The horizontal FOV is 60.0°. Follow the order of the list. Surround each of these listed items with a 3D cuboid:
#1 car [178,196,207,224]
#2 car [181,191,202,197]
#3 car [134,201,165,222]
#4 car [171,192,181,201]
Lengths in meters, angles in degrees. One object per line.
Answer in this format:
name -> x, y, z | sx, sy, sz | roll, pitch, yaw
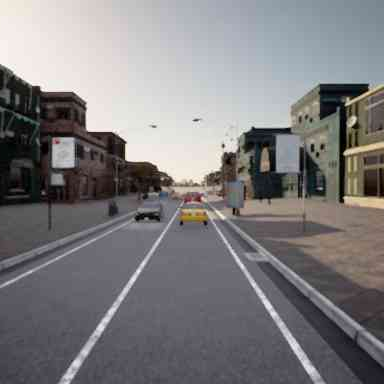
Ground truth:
car -> 0.094, 1.354, 23.395 | 1.801, 1.575, 5.366 | 0, 1, 0
car -> 0.089, 0.933, 41.938 | 2.150, 2.045, 5.566 | 0, 1, 0
car -> -3.106, 1.426, 25.363 | 2.033, 1.411, 5.357 | 0, 1, 0
car -> -3.026, 0.807, 66.289 | 2.097, 1.767, 4.553 | 0, 0, 0
